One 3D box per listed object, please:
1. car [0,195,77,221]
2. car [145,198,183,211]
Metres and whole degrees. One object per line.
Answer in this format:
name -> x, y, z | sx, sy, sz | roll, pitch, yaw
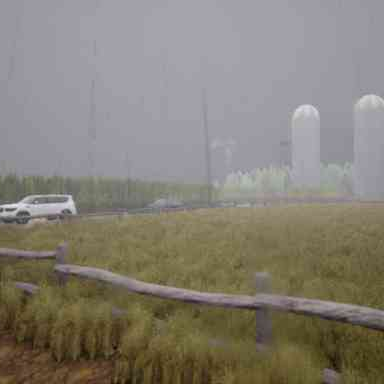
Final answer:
car -> -11.294, 1.230, 24.576 | 2.150, 2.045, 5.566 | 0, -1, 36
car -> -3.028, 1.468, 36.085 | 2.097, 1.767, 4.553 | 0, -1, 36
